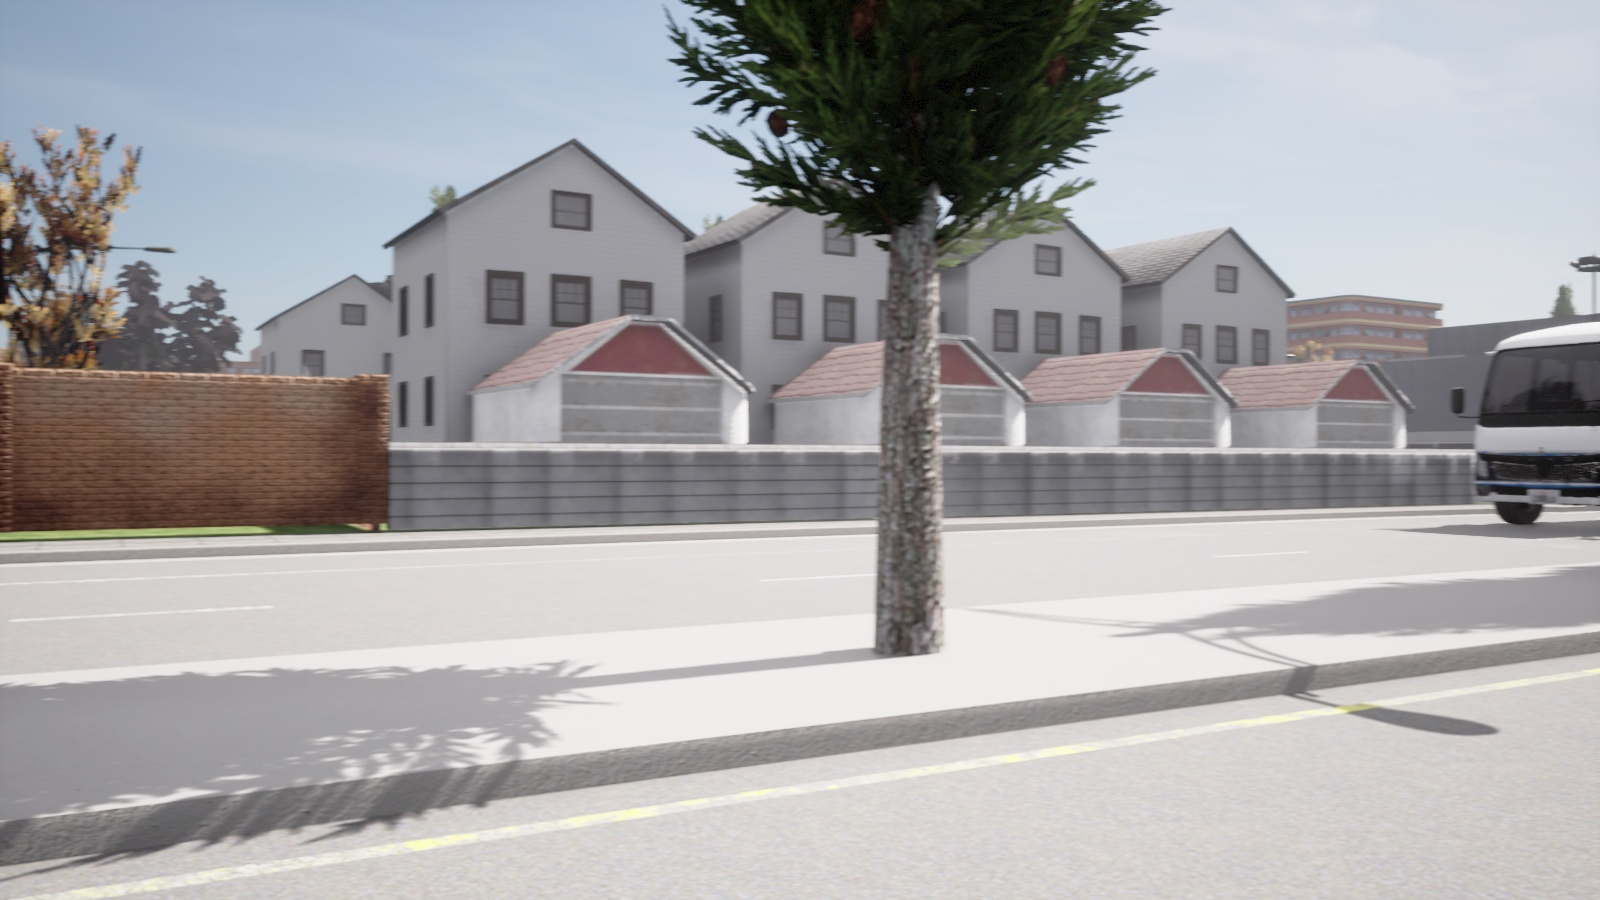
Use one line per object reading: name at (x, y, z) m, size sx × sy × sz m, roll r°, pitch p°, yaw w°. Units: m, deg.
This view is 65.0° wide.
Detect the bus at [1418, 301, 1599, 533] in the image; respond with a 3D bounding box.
bus at (18.361, -0.601, 27.064) m, size 10.273 × 4.253 × 3.944 m, roll 0°, pitch 0°, yaw -30°
